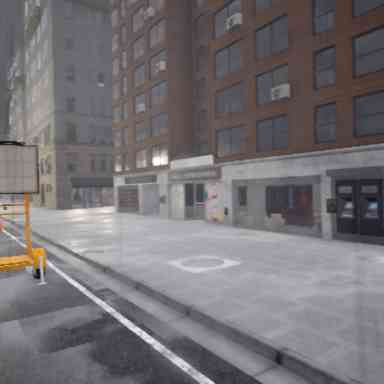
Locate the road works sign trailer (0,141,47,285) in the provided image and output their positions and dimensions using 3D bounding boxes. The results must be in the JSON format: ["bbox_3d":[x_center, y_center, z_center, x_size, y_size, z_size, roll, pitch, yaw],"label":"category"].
[{"bbox_3d":[-5.258,0.472,8.561,2.380,3.560,2.880,-2,1,-35],"label":"road works sign trailer"}]
